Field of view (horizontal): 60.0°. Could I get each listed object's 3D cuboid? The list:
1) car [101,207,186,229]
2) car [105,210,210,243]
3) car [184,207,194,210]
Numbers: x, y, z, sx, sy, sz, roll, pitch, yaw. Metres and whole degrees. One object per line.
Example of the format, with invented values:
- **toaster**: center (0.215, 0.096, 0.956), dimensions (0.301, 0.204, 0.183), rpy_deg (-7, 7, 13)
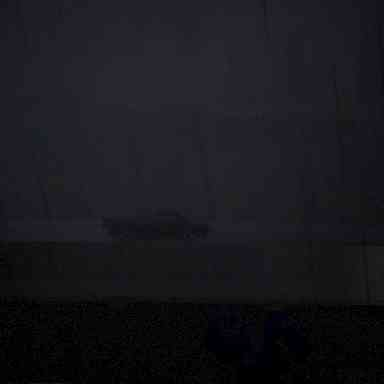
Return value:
- **car**: center (-2.891, 1.714, 19.685), dimensions (4.718, 1.301, 1.895), rpy_deg (1, 0, 0)
- **car**: center (-1.527, 1.703, 16.189), dimensions (4.718, 1.301, 1.895), rpy_deg (1, 0, 0)
- **car**: center (-1.021, 1.722, 23.183), dimensions (4.181, 1.385, 1.994), rpy_deg (1, 0, 0)
